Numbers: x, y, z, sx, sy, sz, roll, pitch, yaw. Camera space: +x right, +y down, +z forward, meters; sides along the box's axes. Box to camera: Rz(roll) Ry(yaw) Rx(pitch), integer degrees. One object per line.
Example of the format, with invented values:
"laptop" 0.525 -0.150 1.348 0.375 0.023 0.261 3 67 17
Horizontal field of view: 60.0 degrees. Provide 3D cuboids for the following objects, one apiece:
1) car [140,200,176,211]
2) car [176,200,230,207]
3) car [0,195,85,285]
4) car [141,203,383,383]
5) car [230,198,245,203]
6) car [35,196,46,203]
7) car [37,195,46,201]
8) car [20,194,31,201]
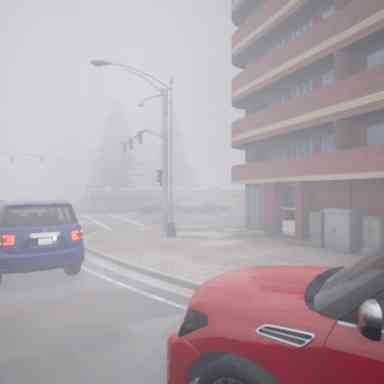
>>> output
"car" -3.344 1.578 36.126 4.674 1.442 1.812 0 0 -23
"car" 1.115 1.654 34.215 4.718 1.301 1.895 0 0 -23
"car" -4.917 1.221 9.767 2.150 2.045 5.566 0 0 -36
"car" 2.392 1.221 2.420 5.566 2.045 2.150 0 0 36
"car" 5.178 1.531 39.703 5.008 1.535 1.882 0 0 -23
"car" -33.275 1.533 72.982 2.033 1.411 5.357 0 0 -23
"car" -37.310 1.471 82.452 1.882 1.535 5.008 0 0 -23
"car" -40.483 1.348 80.970 2.097 1.767 4.553 0 0 -23
